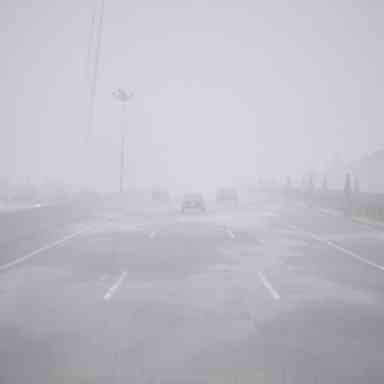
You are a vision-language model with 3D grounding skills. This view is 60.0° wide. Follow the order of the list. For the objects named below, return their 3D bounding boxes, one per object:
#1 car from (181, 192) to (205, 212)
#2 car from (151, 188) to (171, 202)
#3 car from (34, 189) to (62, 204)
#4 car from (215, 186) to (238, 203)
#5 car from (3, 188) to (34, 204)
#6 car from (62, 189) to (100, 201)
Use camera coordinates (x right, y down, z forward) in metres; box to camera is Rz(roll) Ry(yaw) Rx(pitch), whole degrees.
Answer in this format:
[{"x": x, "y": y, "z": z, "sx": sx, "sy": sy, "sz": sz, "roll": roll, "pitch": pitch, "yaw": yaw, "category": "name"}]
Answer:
[{"x": 0.090, "y": 0.737, "z": 26.319, "sx": 2.033, "sy": 1.411, "sz": 5.357, "roll": 0, "pitch": 2, "yaw": 0, "category": "car"}, {"x": -3.387, "y": 0.279, "z": 36.540, "sx": 2.128, "sy": 1.511, "sz": 4.902, "roll": 0, "pitch": 2, "yaw": 0, "category": "car"}, {"x": -14.078, "y": 0.398, "z": 34.341, "sx": 1.812, "sy": 1.442, "sz": 4.674, "roll": 0, "pitch": 2, "yaw": 0, "category": "car"}, {"x": 3.612, "y": 0.168, "z": 35.830, "sx": 2.097, "sy": 1.767, "sz": 4.553, "roll": 0, "pitch": 2, "yaw": 0, "category": "car"}, {"x": -17.576, "y": 0.355, "z": 34.524, "sx": 2.128, "sy": 1.511, "sz": 4.902, "roll": 0, "pitch": 2, "yaw": 0, "category": "car"}, {"x": -10.586, "y": 0.475, "z": 32.943, "sx": 2.033, "sy": 1.411, "sz": 5.357, "roll": 0, "pitch": 2, "yaw": 0, "category": "car"}]
